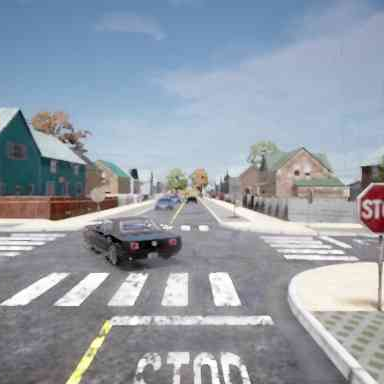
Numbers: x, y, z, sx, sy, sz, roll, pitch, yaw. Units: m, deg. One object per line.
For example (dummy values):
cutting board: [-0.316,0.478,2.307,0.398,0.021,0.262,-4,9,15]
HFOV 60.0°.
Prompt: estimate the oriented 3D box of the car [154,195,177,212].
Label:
car: [-2.898,1.290,35.683,1.812,1.442,4.674,0,0,0]

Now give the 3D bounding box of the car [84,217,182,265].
car: [-2.283,1.500,11.432,1.895,1.301,4.718,-1,1,-32]

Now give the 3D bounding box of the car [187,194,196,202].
car: [-0.098,1.202,67.272,1.882,1.535,5.008,0,0,0]

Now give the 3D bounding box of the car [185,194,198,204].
car: [-0.033,1.226,57.025,1.837,1.490,4.892,0,0,0]

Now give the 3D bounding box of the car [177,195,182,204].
car: [-2.867,1.247,57.784,1.812,1.442,4.674,0,0,0]
